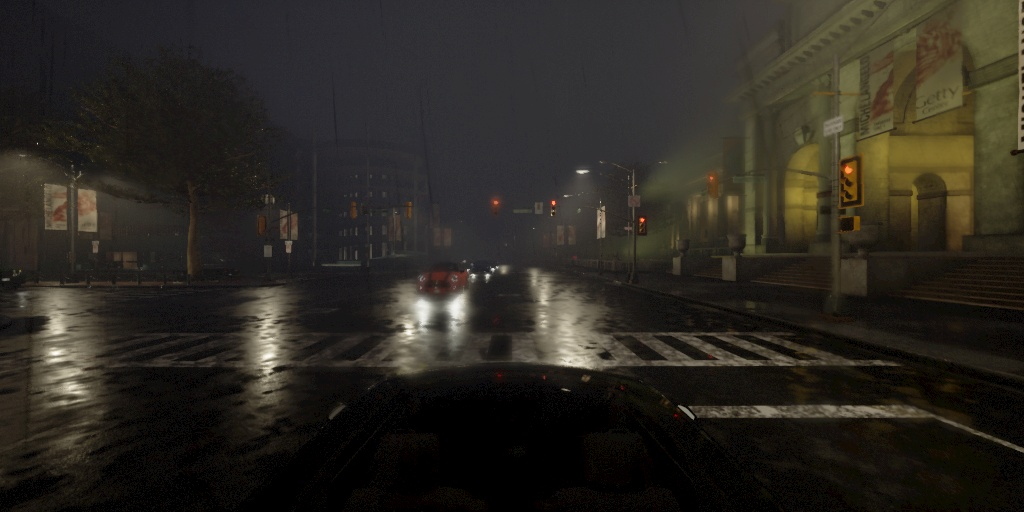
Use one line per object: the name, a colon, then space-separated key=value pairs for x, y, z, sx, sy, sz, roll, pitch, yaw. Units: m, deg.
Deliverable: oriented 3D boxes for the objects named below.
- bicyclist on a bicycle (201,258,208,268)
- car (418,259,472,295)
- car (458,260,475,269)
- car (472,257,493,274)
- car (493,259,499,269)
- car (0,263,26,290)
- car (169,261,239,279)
bicyclist on a bicycle: x=-34.228 y=1.051 z=39.560 sx=0.582 sy=1.620 sz=1.656 roll=0 pitch=0 yaw=0
car: x=-3.599 y=1.102 z=19.487 sx=2.097 sy=1.767 sz=4.553 roll=0 pitch=0 yaw=0
car: x=-7.095 y=1.297 z=56.380 sx=2.033 sy=1.411 sz=5.357 roll=0 pitch=0 yaw=0
car: x=-3.597 y=1.227 z=42.464 sx=1.882 sy=1.535 sz=5.008 roll=0 pitch=0 yaw=0
car: x=-3.606 y=1.314 z=57.927 sx=1.994 sy=1.385 sz=4.181 roll=0 pitch=0 yaw=0
car: x=-31.114 y=0.971 z=20.095 sx=5.566 sy=2.045 sz=2.150 roll=0 pitch=0 yaw=0
car: x=-27.131 y=1.351 z=31.740 sx=4.718 sy=1.301 sz=1.895 roll=0 pitch=0 yaw=0
